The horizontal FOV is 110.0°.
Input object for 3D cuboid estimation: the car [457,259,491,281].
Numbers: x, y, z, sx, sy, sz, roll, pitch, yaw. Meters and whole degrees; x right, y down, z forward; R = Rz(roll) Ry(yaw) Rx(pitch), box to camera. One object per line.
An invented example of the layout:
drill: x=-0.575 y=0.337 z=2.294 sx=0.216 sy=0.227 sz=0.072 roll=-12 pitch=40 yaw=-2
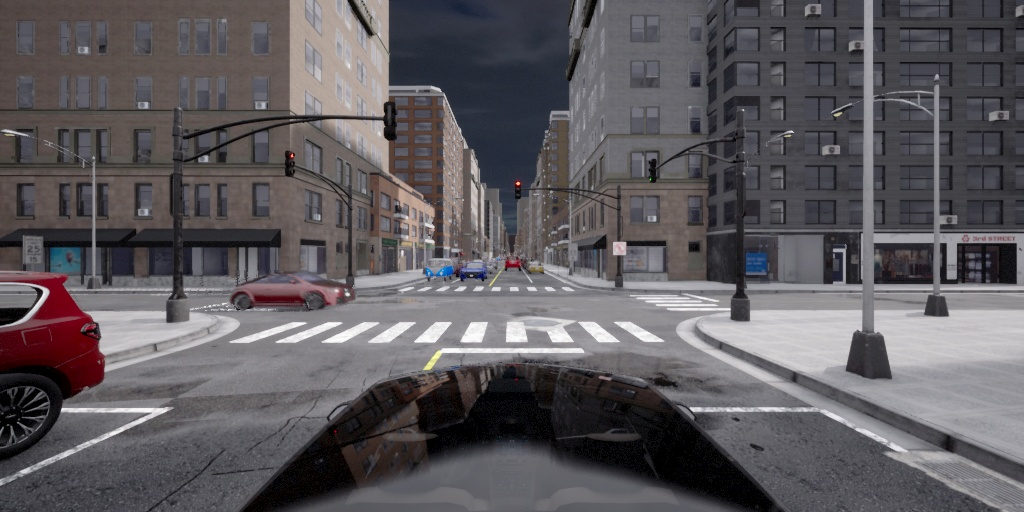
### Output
car: x=-3.081 y=1.225 z=29.707 sx=1.882 sy=1.535 sz=5.008 roll=0 pitch=0 yaw=0

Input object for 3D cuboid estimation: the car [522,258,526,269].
car: x=2.698 y=1.295 z=45.935 sx=2.007 sy=1.370 sz=4.403 roll=0 pitch=0 yaw=0

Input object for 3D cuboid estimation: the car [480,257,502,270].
car: x=-3.047 y=1.235 z=52.479 sx=2.128 sy=1.511 sz=4.902 roll=0 pitch=0 yaw=0

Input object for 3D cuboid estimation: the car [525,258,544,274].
car: x=2.694 y=1.271 z=40.511 sx=1.751 sy=1.417 sz=4.829 roll=0 pitch=0 yaw=0

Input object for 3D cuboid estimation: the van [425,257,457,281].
van: x=-5.839 y=1.088 z=29.131 sx=1.690 sy=1.789 sz=3.998 roll=0 pitch=0 yaw=0

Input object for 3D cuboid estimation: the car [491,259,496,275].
car: x=-3.073 y=1.346 z=39.641 sx=1.895 sy=1.301 sz=4.718 roll=0 pitch=0 yaw=0

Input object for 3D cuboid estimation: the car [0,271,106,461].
car: x=-5.857 y=1.065 z=2.183 sx=2.192 sy=1.841 sz=5.009 roll=0 pitch=0 yaw=0

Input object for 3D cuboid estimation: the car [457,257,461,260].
car: x=-5.836 y=1.061 z=34.727 sx=2.192 sy=1.841 sz=5.009 roll=0 pitch=0 yaw=0

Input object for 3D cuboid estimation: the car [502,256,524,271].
car: x=0.134 y=0.965 z=50.503 sx=2.150 sy=2.045 sz=5.566 roll=0 pitch=0 yaw=0

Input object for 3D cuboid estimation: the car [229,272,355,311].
car: x=-8.411 y=1.317 z=13.960 sx=4.181 sy=1.385 sz=1.994 roll=0 pitch=0 yaw=0
